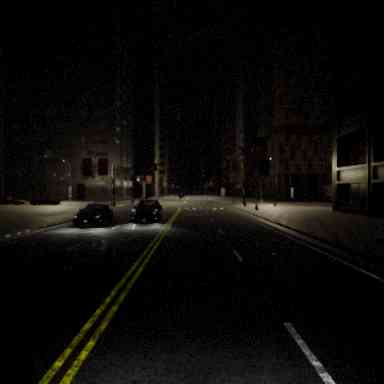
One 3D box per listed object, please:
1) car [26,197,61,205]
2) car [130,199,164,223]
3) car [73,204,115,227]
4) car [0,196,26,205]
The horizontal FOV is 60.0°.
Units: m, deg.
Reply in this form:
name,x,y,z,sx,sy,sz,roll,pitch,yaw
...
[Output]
name,x,y,z,sx,sy,sz,roll,pitch,yaw
car,-22.769,1.449,51.831,4.507,1.381,1.887,0,0,0
car,-3.338,1.372,25.394,2.097,1.767,4.553,0,0,0
car,-6.593,1.545,22.900,1.812,1.442,4.674,0,0,0
car,-28.224,1.386,51.800,4.829,1.417,1.752,0,0,0
